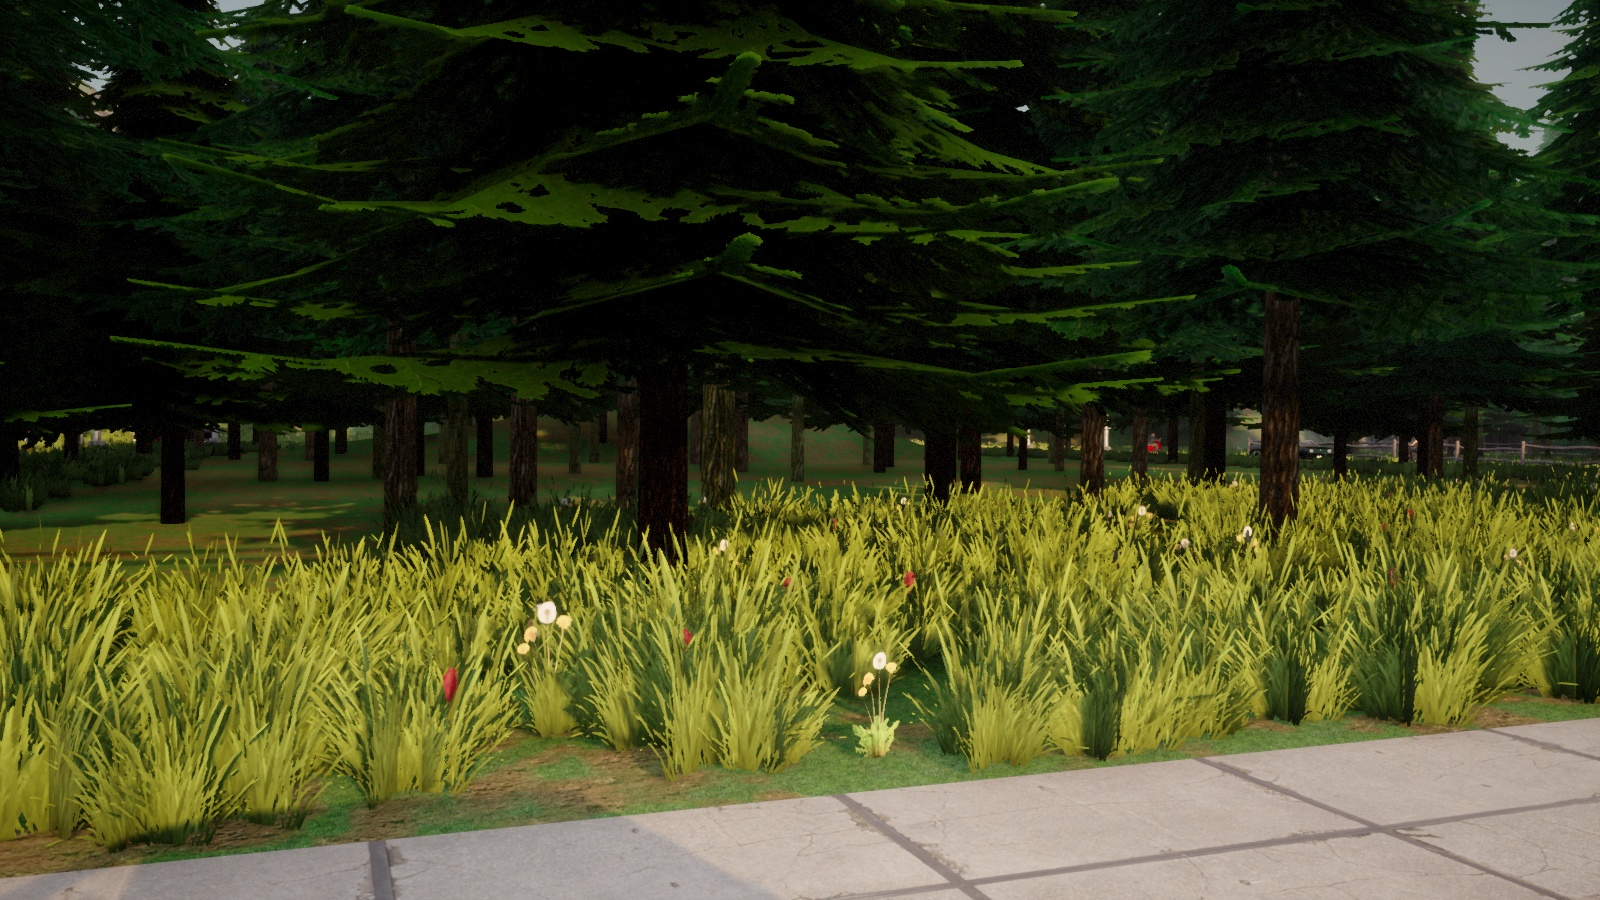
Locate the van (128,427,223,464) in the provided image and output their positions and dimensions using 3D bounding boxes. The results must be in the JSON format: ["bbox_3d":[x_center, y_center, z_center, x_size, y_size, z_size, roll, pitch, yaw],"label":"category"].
[{"bbox_3d":[-36.107,-0.297,72.658,2.069,2.038,4.480,0,1,31],"label":"van"}]

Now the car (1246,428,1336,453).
[{"bbox_3d":[26.716,-0.531,68.480,1.895,1.301,4.718,-1,1,-20],"label":"car"}]
